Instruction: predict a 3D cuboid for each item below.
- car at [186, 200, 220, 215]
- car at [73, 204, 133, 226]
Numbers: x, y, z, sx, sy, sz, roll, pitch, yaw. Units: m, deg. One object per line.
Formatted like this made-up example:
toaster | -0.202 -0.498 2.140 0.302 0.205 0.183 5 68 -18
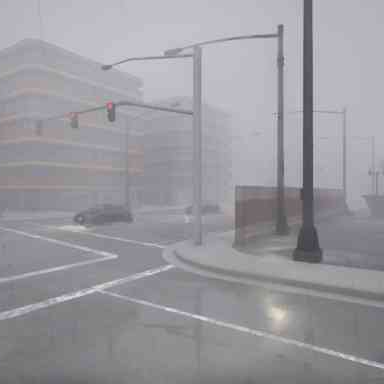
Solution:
car | 1.215 1.526 34.012 1.812 1.442 4.674 0 0 34
car | -6.153 1.564 23.377 1.994 1.385 4.181 0 0 36
